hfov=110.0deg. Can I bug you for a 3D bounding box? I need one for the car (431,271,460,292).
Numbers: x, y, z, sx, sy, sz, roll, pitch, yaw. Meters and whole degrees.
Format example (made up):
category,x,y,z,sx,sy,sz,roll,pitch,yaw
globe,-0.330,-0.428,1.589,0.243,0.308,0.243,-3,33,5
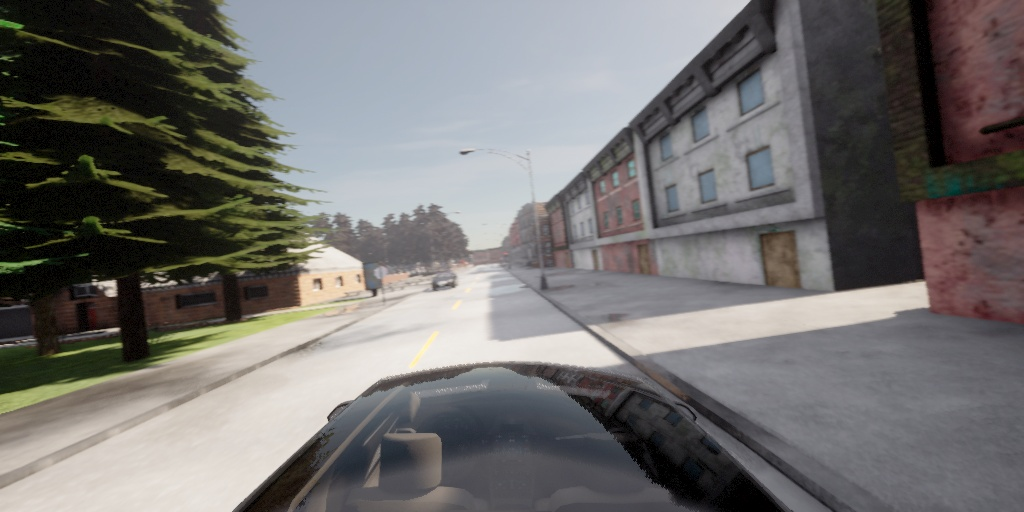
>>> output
category,x,y,z,sx,sy,sz,roll,pitch,yaw
car,-5.545,2.013,30.116,2.128,1.511,4.902,-7,0,-3
